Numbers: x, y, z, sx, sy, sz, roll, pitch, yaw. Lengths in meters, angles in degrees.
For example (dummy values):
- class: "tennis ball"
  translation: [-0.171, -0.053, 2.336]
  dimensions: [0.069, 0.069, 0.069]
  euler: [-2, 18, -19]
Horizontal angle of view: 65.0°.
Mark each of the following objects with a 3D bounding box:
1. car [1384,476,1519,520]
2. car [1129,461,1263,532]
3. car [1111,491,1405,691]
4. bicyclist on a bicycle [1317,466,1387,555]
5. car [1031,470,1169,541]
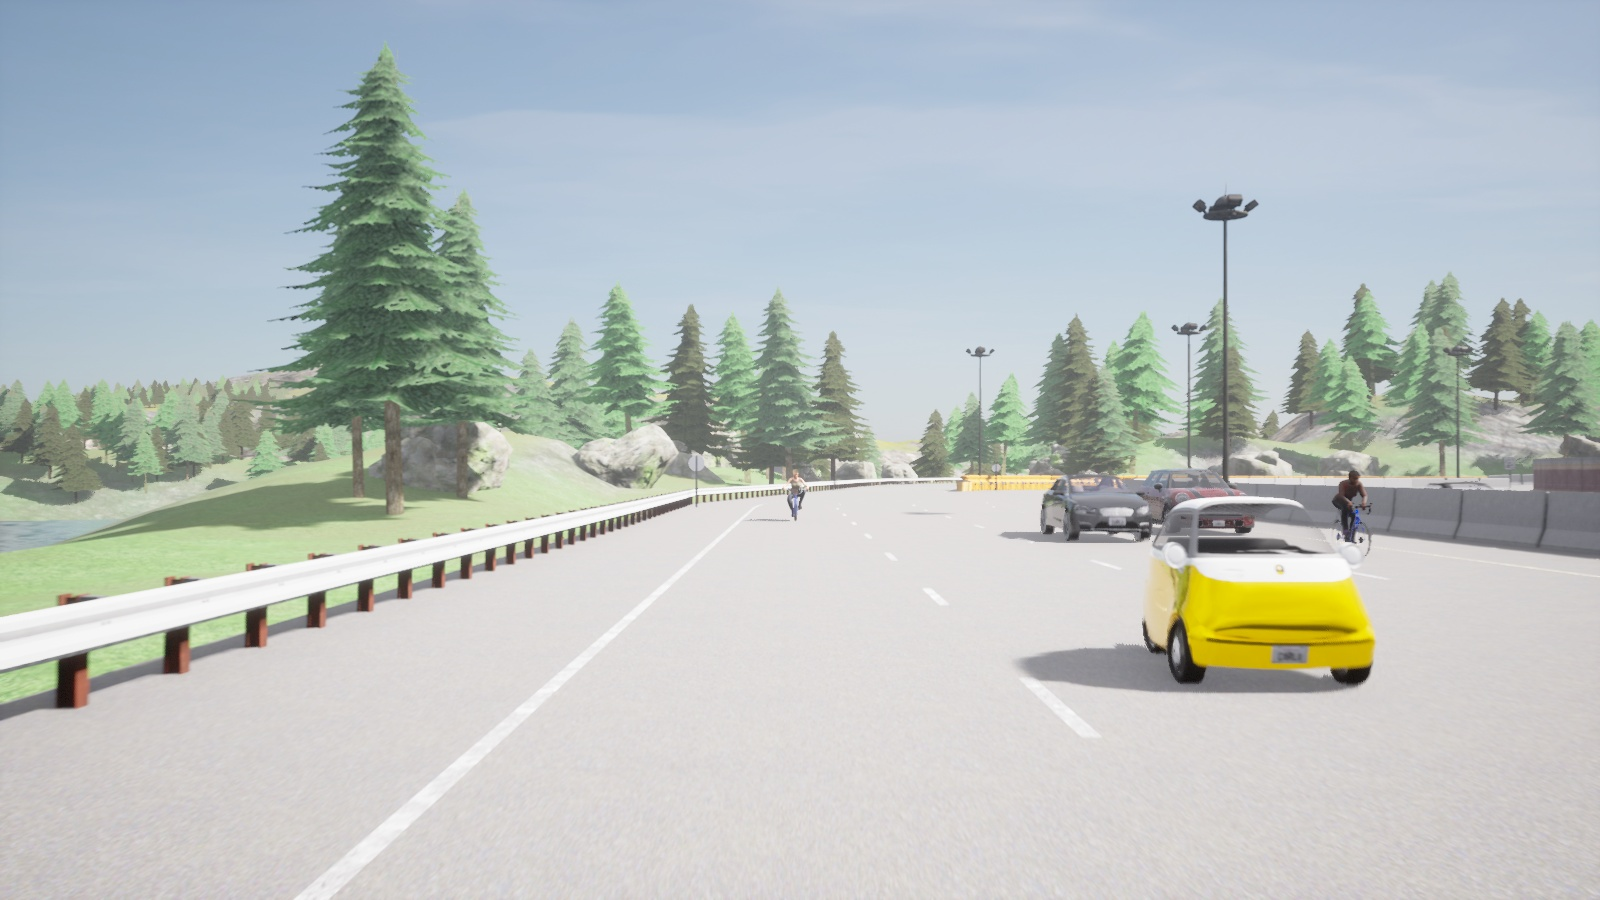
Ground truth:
- class: "car"
  translation: [20.871, 1.507, 40.465]
  dimensions: [1.895, 1.301, 4.718]
  euler: [0, -1, 0]
- class: "car"
  translation: [10.392, 1.189, 33.361]
  dimensions: [2.097, 1.767, 4.553]
  euler: [0, -1, 0]
- class: "car"
  translation: [3.471, 1.020, 9.880]
  dimensions: [1.481, 1.376, 2.207]
  euler: [0, -2, 0]
- class: "bicyclist on a bicycle"
  translation: [10.426, 1.123, 23.776]
  dimensions: [0.582, 1.620, 1.656]
  euler: [0, -1, 0]
- class: "car"
  translation: [6.918, 1.236, 29.521]
  dimensions: [2.128, 1.511, 4.902]
  euler: [0, -1, 1]
